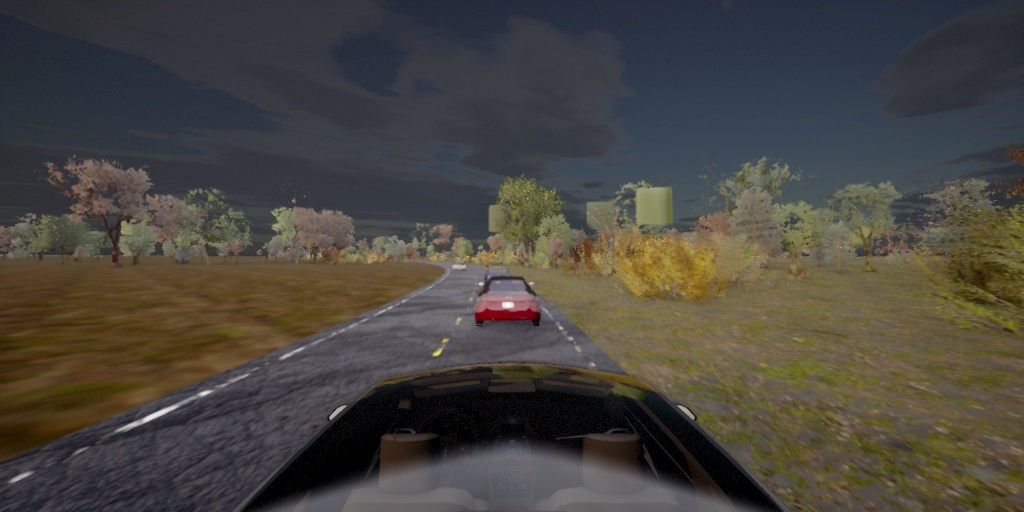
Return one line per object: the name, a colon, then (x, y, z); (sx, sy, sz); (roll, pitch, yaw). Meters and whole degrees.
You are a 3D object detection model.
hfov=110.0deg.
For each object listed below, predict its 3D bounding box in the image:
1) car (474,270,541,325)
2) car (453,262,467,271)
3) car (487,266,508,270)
car: (-0.170, 1.335, 11.907); (1.994, 1.385, 4.181); (0, 0, -2)
car: (-7.326, 1.458, 49.996); (1.895, 1.301, 4.718); (0, 0, -10)
car: (-1.080, 1.406, 26.422); (1.895, 1.301, 4.718); (0, 0, -5)
